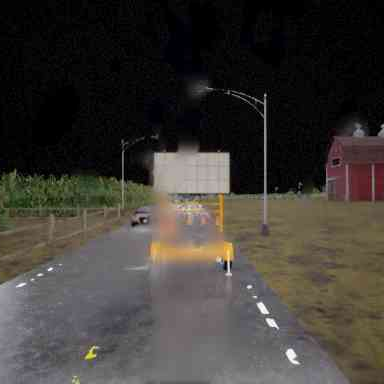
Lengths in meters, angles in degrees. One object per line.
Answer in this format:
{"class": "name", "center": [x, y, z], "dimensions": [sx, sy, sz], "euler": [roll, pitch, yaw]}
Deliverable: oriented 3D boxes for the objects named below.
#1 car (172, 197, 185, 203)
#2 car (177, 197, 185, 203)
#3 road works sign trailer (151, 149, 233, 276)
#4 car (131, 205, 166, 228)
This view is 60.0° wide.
{"class": "car", "center": [-2.887, 1.799, 63.961], "dimensions": [2.128, 1.511, 4.902], "euler": [0, -1, 0]}
{"class": "car", "center": [-2.881, 2.186, 89.317], "dimensions": [1.837, 1.490, 4.892], "euler": [0, -1, 0]}
{"class": "road works sign trailer", "center": [-0.009, 0.477, 10.395], "dimensions": [2.380, 3.560, 2.880], "euler": [0, 0, 0]}
{"class": "car", "center": [-2.882, 1.604, 22.572], "dimensions": [1.994, 1.385, 4.181], "euler": [0, 0, 0]}
